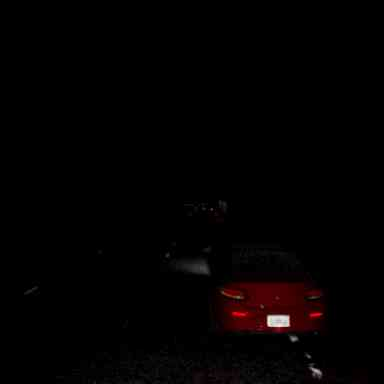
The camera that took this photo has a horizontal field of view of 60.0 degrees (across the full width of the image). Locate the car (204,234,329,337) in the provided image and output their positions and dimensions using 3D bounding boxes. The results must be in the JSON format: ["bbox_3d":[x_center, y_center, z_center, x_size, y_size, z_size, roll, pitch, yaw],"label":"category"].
[{"bbox_3d":[1.231,1.583,6.760,1.812,1.442,4.674,0,-1,2],"label":"car"}]

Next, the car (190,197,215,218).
[{"bbox_3d":[1.210,1.655,33.957,2.097,1.767,4.553,0,-1,2],"label":"car"}]

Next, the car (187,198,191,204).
[{"bbox_3d":[-0.124,2.261,80.476,2.033,1.411,5.357,0,0,2],"label":"car"}]

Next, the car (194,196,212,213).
[{"bbox_3d":[1.508,1.612,43.946,2.150,2.045,5.566,0,-1,3],"label":"car"}]
